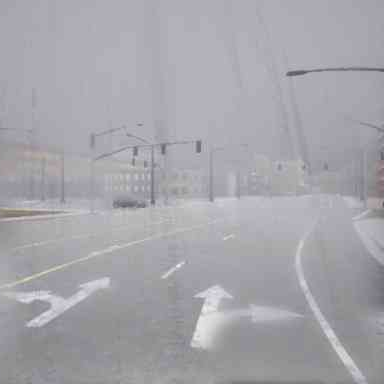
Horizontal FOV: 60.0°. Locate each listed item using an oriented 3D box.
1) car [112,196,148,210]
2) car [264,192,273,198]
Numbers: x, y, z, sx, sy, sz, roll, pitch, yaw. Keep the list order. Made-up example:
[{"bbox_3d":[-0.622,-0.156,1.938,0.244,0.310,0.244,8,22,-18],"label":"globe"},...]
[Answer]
[{"bbox_3d":[-8.006,1.284,43.218,4.553,1.767,2.097,0,0,22],"label":"car"},{"bbox_3d":[20.500,0.785,89.094,1.812,1.442,4.674,0,1,23],"label":"car"}]
